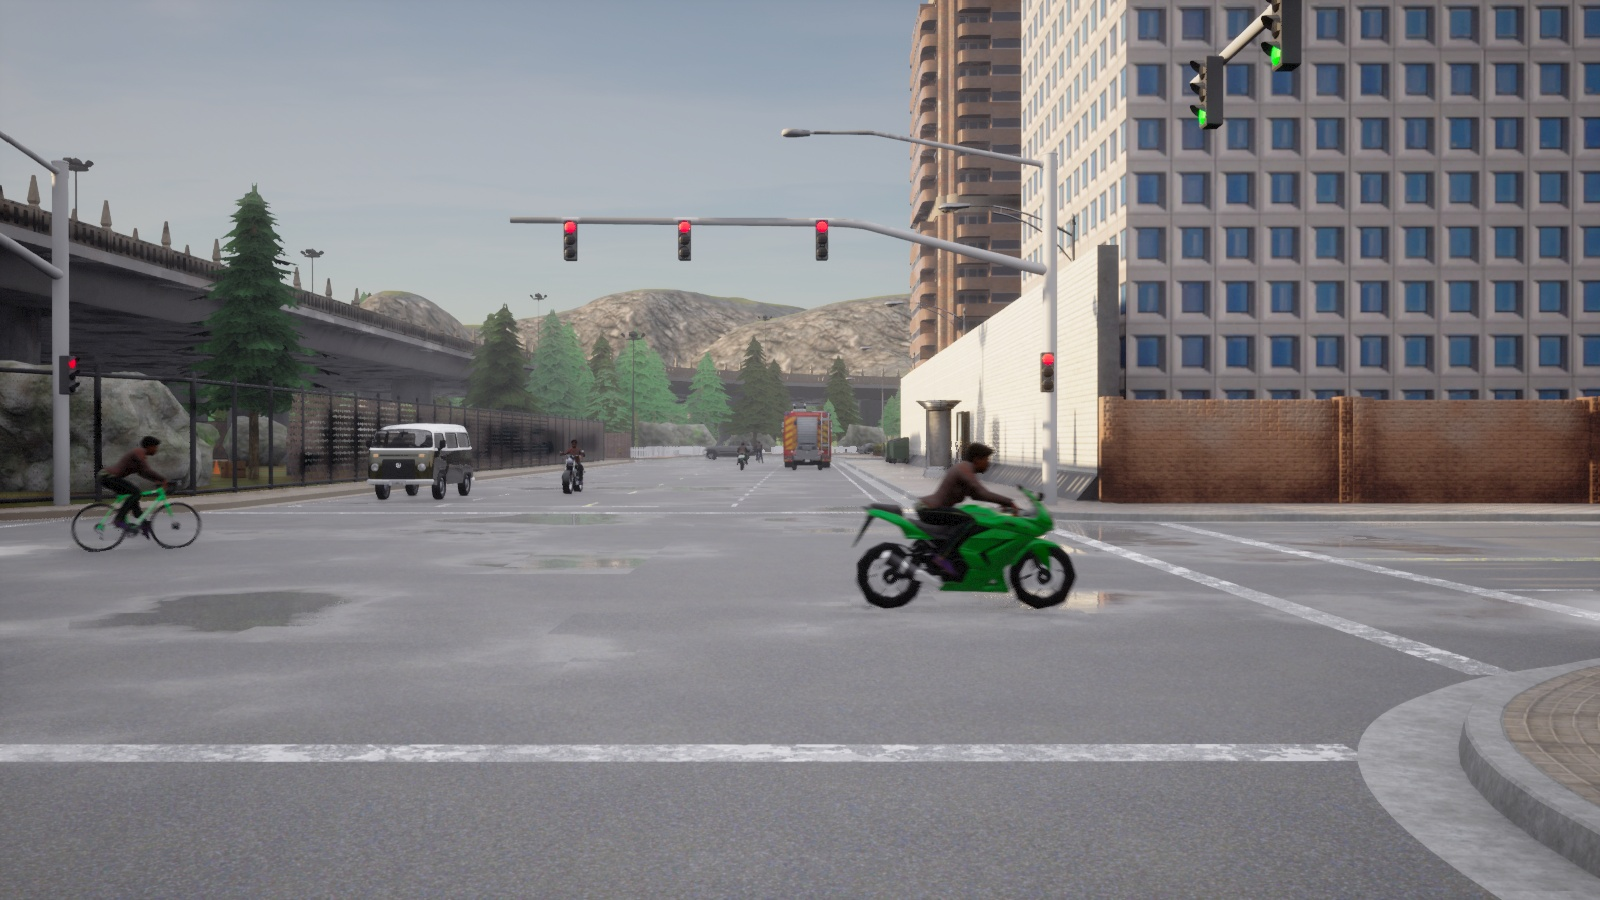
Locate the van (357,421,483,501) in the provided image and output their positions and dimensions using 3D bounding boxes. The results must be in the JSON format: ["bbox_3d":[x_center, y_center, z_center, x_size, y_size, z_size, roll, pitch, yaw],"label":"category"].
[{"bbox_3d":[-10.298,0.268,34.391,2.069,2.038,4.480,0,0,0],"label":"van"}]

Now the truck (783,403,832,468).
[{"bbox_3d":[0.443,-0.860,78.360,2.891,3.827,8.468,0,0,0],"label":"truck"}]

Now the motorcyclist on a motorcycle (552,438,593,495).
[{"bbox_3d":[-6.781,0.480,37.514,0.766,1.649,2.350,0,0,0],"label":"motorcyclist on a motorcycle"}]

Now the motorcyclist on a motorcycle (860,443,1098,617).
[{"bbox_3d":[1.588,0.700,11.415,2.044,1.523,0.797,0,0,0],"label":"motorcyclist on a motorcycle"}]

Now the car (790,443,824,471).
[{"bbox_3d":[0.392,0.371,69.074,1.845,1.501,3.633,0,0,0],"label":"car"}]

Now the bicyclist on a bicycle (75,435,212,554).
[{"bbox_3d":[-9.289,0.616,17.784,1.656,1.620,0.582,0,-1,-35],"label":"bicyclist on a bicycle"}]
